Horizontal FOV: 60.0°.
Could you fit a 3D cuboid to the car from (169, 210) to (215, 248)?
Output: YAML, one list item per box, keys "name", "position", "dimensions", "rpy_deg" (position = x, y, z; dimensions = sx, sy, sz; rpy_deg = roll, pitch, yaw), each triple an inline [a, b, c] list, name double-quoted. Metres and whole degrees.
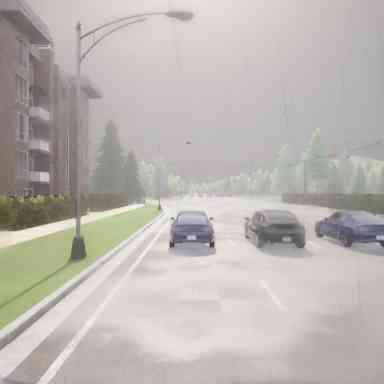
- name: "car"
  position: [0.000, 1.530, 14.650]
  dimensions: [1.812, 1.442, 4.674]
  rpy_deg: [0, 0, 0]

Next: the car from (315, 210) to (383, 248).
- name: "car"
  position: [7.000, 1.530, 14.650]
  dimensions: [1.812, 1.442, 4.674]
  rpy_deg: [0, 0, 0]

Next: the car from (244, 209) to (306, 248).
- name: "car"
  position: [3.500, 1.514, 14.650]
  dimensions: [1.837, 1.490, 4.892]
  rpy_deg: [0, 0, 0]
